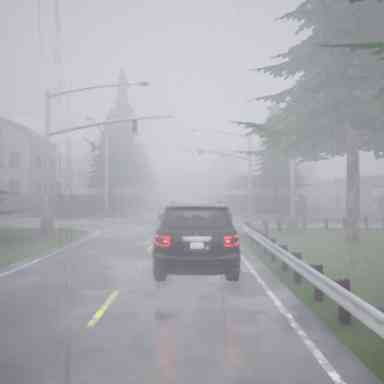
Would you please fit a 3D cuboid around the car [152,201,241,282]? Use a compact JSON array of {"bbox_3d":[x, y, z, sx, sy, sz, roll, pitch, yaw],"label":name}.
[{"bbox_3d":[0.121,1.277,10.061,2.150,2.045,5.566,0,0,0],"label":"car"}]
